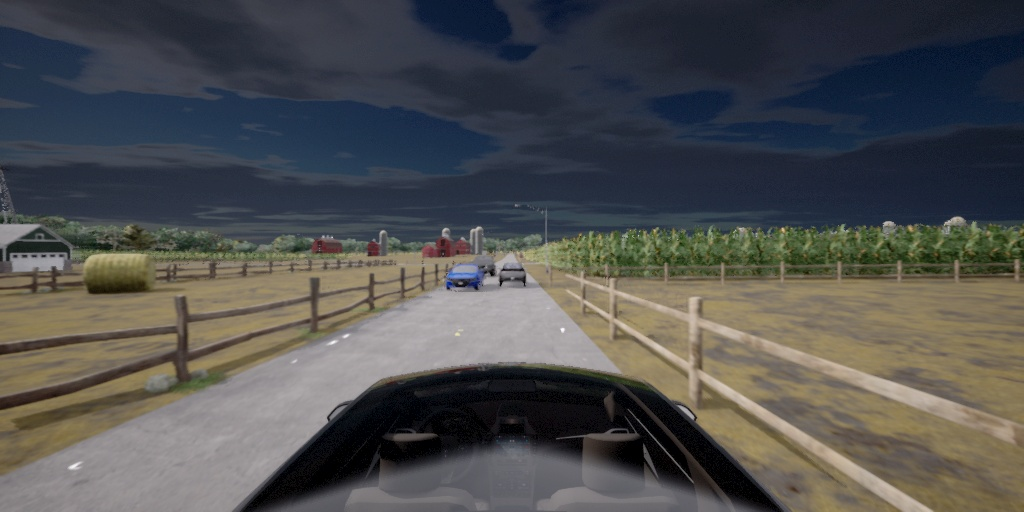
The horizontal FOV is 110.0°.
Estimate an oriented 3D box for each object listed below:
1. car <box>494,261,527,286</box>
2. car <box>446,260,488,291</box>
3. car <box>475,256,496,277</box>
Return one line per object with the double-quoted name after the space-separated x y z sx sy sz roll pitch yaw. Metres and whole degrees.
0.059 1.237 25.348 2.128 1.511 4.902 0 0 0 "car"
-2.779 1.223 22.005 1.882 1.535 5.008 0 0 0 "car"
-2.758 0.970 35.549 2.150 2.045 5.566 0 0 0 "car"
